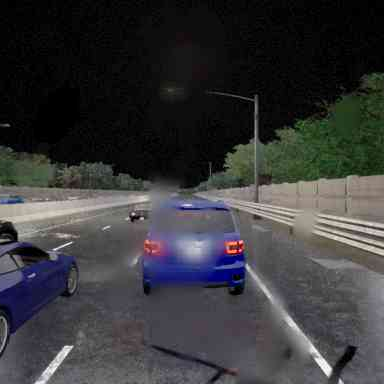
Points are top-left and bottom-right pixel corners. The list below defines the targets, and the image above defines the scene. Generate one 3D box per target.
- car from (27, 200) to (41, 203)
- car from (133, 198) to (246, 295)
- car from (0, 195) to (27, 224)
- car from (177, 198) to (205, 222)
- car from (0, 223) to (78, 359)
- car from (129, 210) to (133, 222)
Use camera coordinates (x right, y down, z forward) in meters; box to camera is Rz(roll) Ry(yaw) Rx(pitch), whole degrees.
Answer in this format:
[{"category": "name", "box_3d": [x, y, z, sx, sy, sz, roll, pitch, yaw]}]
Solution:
[{"category": "car", "box_3d": [-17.929, 1.614, 37.269, 1.994, 1.385, 4.181, 0, 0, 0]}, {"category": "car", "box_3d": [0.022, 1.225, 8.873, 2.150, 2.045, 5.566, 0, 0, -1]}, {"category": "car", "box_3d": [-6.978, 1.226, 8.962, 2.150, 2.045, 5.566, 0, 0, -1]}, {"category": "car", "box_3d": [-0.139, 1.379, 27.490, 2.097, 1.767, 4.553, 0, 0, -1]}, {"category": "car", "box_3d": [-3.460, 1.528, 5.638, 1.812, 1.442, 4.674, 0, 0, -1]}, {"category": "car", "box_3d": [-3.632, 1.625, 26.187, 1.895, 1.301, 4.718, 0, 0, -1]}]
